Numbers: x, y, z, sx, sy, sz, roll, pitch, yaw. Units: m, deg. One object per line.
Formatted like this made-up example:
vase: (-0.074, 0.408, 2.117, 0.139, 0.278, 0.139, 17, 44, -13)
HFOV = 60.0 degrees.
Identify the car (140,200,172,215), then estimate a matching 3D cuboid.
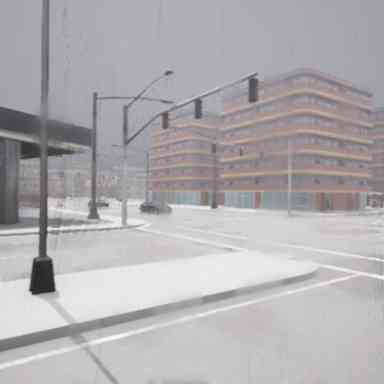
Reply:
car: (-4.005, 1.686, 36.551, 1.837, 1.490, 4.892, 1, 0, -36)

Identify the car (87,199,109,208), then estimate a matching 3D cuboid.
car: (-14.168, 1.780, 50.337, 1.895, 1.301, 4.718, 1, 0, -36)
